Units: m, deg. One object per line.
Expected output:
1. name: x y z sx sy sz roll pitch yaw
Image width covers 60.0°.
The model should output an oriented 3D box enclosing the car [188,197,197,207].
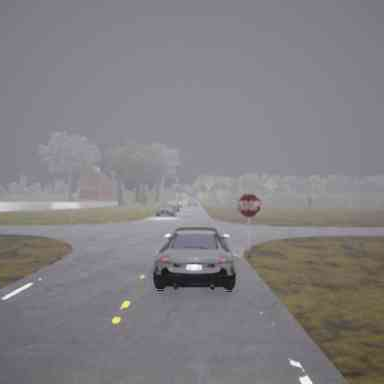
1. car: 0.084 2.299 68.205 1.994 1.385 4.181 0 -1 0

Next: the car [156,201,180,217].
1. car: -2.787 1.976 36.841 1.994 1.385 4.181 0 -1 2

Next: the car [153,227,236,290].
1. car: 0.132 1.676 9.420 1.994 1.385 4.181 0 -1 2

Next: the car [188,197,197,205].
1. car: 0.096 2.021 78.220 2.097 1.767 4.553 0 -1 0

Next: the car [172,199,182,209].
1. car: -2.771 1.996 46.963 1.882 1.535 5.008 0 -1 0
